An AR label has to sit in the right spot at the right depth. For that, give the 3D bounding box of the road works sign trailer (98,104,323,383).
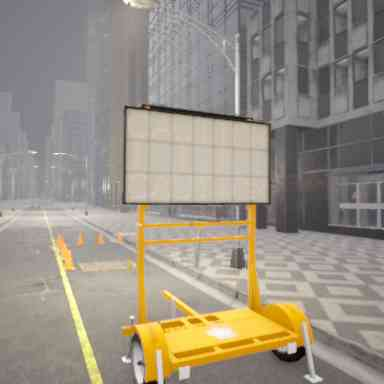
[{"bbox_3d":[0.063,0.593,5.060,2.380,3.560,2.880,1,-2,-25],"label":"road works sign trailer"}]

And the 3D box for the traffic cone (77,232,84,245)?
[{"bbox_3d":[-5.603,2.331,16.728,0.340,0.580,0.340,1,-1,-25],"label":"traffic cone"}]

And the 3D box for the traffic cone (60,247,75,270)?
[{"bbox_3d":[-4.017,2.202,10.858,0.340,0.580,0.340,1,-1,-25],"label":"traffic cone"}]

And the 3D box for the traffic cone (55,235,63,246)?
[{"bbox_3d":[-5.681,2.278,14.494,0.340,0.580,0.340,1,-1,-25],"label":"traffic cone"}]

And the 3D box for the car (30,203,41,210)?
[{"bbox_3d":[-32.862,2.939,69.752,1.812,1.442,4.674,1,-2,-25],"label":"car"}]

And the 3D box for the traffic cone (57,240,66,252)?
[{"bbox_3d":[-4.849,2.240,12.676,0.340,0.580,0.340,1,-1,-25],"label":"traffic cone"}]
